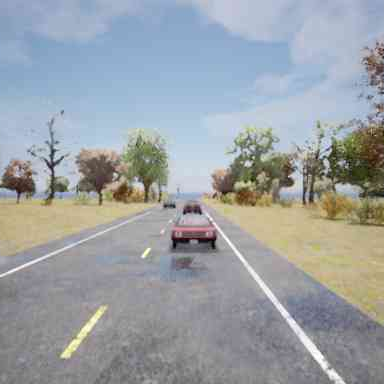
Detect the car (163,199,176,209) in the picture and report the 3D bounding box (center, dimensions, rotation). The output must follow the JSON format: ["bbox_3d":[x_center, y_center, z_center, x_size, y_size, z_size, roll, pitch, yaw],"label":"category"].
[{"bbox_3d":[-3.552,1.833,53.118,1.882,1.535,5.008,0,-1,0],"label":"car"}]

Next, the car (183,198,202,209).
[{"bbox_3d":[0.061,1.609,39.040,2.097,1.767,4.553,0,0,0],"label":"car"}]

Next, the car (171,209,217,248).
[{"bbox_3d":[0.080,1.700,15.376,1.895,1.301,4.718,0,0,0],"label":"car"}]
